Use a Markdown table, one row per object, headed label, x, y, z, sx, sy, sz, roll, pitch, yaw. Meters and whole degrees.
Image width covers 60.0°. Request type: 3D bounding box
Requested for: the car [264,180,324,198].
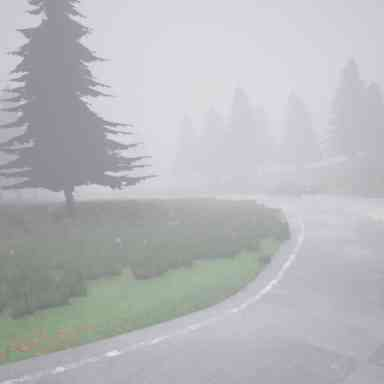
| label | x | y | z | sx | sy | sz | roll | pitch | yaw |
| --- | --- | --- | --- | --- | --- | --- | --- | --- | --- |
| car | 8.300 | -0.296 | 27.638 | 2.033 | 1.411 | 5.357 | -5 | 3 | -26 |
